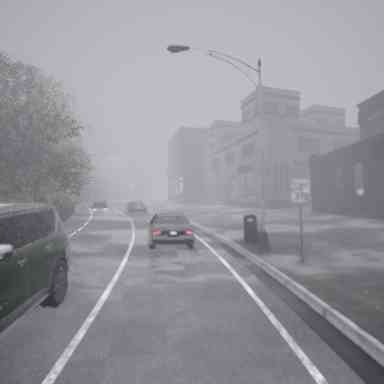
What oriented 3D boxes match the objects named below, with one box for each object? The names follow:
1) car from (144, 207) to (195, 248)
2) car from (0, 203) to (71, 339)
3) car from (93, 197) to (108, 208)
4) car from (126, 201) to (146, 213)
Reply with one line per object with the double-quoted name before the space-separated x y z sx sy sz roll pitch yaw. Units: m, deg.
"car" -1.031 1.602 14.980 2.033 1.411 5.357 1 0 -8
"car" -3.577 1.233 5.009 2.150 2.045 5.566 0 0 -3
"car" -13.057 1.448 47.337 1.882 1.535 5.008 2 0 -18
"car" -6.384 1.666 37.956 1.994 1.385 4.181 2 0 -17
